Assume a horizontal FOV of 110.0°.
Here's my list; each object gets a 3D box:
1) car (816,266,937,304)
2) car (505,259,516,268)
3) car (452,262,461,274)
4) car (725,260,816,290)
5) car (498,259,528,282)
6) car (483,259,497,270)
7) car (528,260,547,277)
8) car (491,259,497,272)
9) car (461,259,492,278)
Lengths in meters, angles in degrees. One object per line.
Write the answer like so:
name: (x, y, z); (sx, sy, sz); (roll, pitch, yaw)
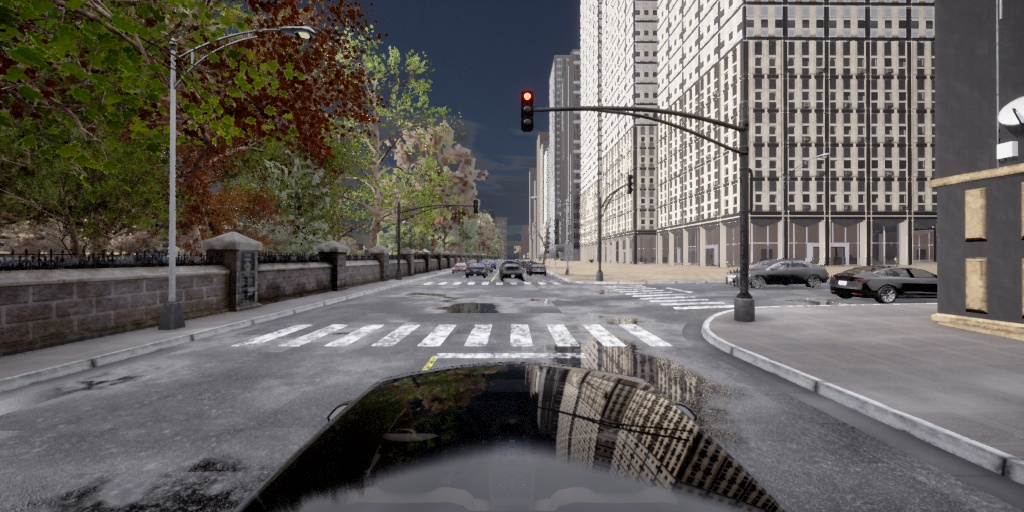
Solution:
car: (14.627, 1.026, 13.628); (4.313, 1.339, 1.948); (0, 0, -1)
car: (-0.215, 1.295, 62.439); (1.837, 1.490, 4.892); (0, 0, 0)
car: (-5.898, 1.351, 41.735); (1.802, 1.307, 4.207); (0, 0, 0)
car: (14.229, 0.982, 19.418); (4.902, 1.511, 2.128); (-1, 0, -1)
car: (-0.063, 1.265, 29.561); (1.837, 1.490, 4.892); (-2, 0, -3)
car: (-3.363, 1.259, 54.834); (1.882, 1.535, 5.008); (0, 0, 0)
car: (2.512, 1.330, 36.147); (1.948, 1.339, 4.313); (0, 0, 0)
car: (-3.317, 1.262, 44.192); (2.128, 1.511, 4.902); (0, 0, 0)
car: (-3.266, 1.311, 34.174); (2.033, 1.411, 5.357); (0, 0, 0)
